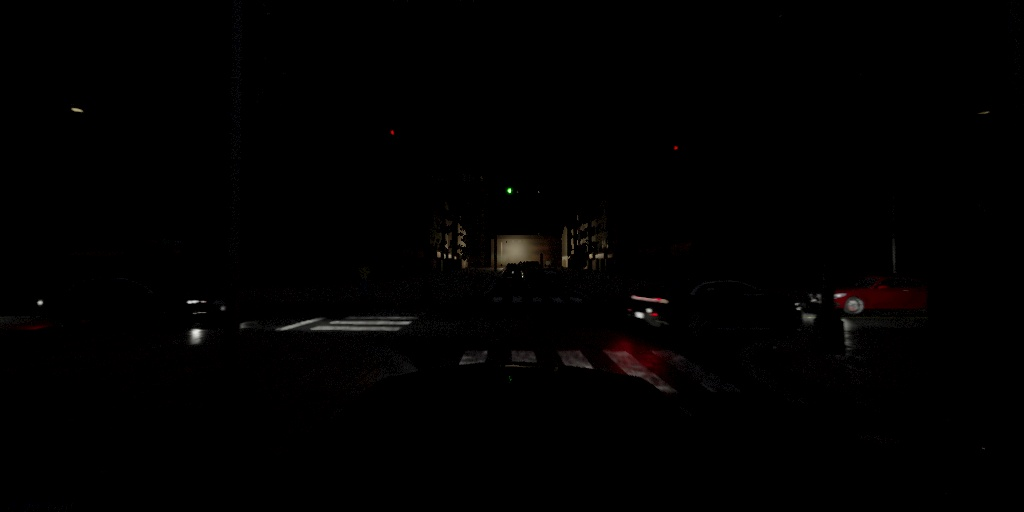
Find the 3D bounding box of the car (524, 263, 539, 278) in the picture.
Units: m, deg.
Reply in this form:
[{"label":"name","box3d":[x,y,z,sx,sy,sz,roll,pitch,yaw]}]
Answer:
[{"label":"car","box3d":[2.632,1.818,42.093,1.888,1.381,4.507,0,0,0]}]

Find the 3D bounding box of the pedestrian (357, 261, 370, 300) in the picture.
[{"label":"pedestrian","box3d":[-6.920,1.111,16.778,0.375,1.860,0.375,0,-1,0]}]

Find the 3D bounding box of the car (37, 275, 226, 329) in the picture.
[{"label":"car","box3d":[-11.190,1.320,10.937,4.902,1.511,2.128,0,-1,0]}]

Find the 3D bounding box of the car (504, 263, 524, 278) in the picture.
[{"label":"car","box3d":[0.092,1.832,41.713,1.994,1.385,4.181,0,-1,0]}]

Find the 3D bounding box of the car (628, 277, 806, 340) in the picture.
[{"label":"car","box3d":[5.698,1.338,10.070,4.902,1.511,2.128,0,-2,-15]}]

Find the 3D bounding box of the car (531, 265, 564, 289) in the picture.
[{"label":"car","box3d":[2.634,1.597,25.784,1.888,1.381,4.507,0,0,0]}]
